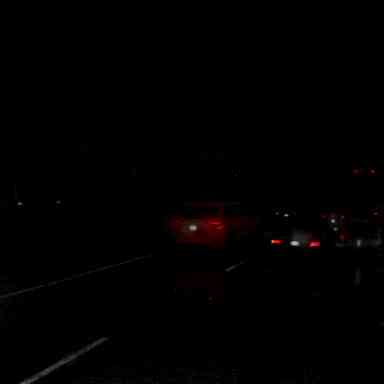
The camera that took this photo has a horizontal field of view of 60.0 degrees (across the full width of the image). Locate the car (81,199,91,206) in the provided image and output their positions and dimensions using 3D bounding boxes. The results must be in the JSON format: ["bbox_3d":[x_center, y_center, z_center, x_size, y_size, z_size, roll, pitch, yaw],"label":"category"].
[{"bbox_3d":[-25.809,2.436,74.687,4.718,1.301,1.895,0,-1,27],"label":"car"}]

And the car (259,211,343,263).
[{"bbox_3d":[4.373,1.683,12.669,2.033,1.411,5.357,0,-1,27],"label":"car"}]

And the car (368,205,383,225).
[{"bbox_3d":[14.960,1.748,25.987,1.882,1.535,5.008,0,-1,25],"label":"car"}]

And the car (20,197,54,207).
[{"bbox_3d":[-30.452,1.969,65.272,5.566,2.045,2.150,0,-1,27],"label":"car"}]

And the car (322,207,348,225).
[{"bbox_3d":[11.451,1.883,26.712,1.895,1.301,4.718,0,-1,26],"label":"car"}]

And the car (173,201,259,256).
[{"bbox_3d":[1.270,1.381,14.290,2.150,2.045,5.566,0,0,27],"label":"car"}]

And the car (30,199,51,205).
[{"bbox_3d":[-36.508,2.359,80.209,4.892,1.490,1.837,0,-1,27],"label":"car"}]

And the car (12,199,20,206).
[{"bbox_3d":[-39.719,2.325,73.989,4.902,1.511,2.128,0,-1,27],"label":"car"}]

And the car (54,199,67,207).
[{"bbox_3d":[-28.825,2.301,68.367,4.902,1.511,2.128,0,-1,27],"label":"car"}]

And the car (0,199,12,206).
[{"bbox_3d":[-41.324,2.292,70.879,4.674,1.442,1.812,0,-1,27],"label":"car"}]

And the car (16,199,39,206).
[{"bbox_3d":[-38.113,2.369,77.099,5.357,1.411,2.033,0,-1,27],"label":"car"}]

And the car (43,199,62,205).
[{"bbox_3d":[-34.903,2.416,83.319,4.674,1.442,1.812,0,-1,27],"label":"car"}]

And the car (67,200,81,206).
[{"bbox_3d":[-27.181,2.347,71.457,5.357,1.411,2.033,0,-1,27],"label":"car"}]

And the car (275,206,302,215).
[{"bbox_3d":[8.414,1.869,28.520,1.994,1.385,4.181,0,-1,25],"label":"car"}]

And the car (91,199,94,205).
[{"bbox_3d":[-24.178,2.398,77.785,4.902,1.511,2.128,0,-1,27],"label":"car"}]

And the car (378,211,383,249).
[{"bbox_3d":[8.129,1.653,12.307,1.812,1.442,4.674,0,0,27],"label":"car"}]
